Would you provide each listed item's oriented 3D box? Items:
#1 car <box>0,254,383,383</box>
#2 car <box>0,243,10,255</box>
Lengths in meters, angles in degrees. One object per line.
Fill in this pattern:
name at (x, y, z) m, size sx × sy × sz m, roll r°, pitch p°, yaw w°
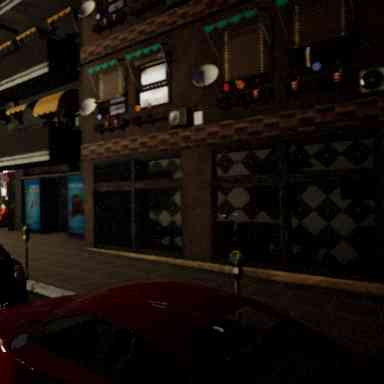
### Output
car at (-0.458, 1.538, 3.070) m, size 4.507 × 1.381 × 1.887 m, roll 0°, pitch -1°, yaw 36°
car at (-4.955, 1.416, 6.290) m, size 4.097 × 1.590 × 1.967 m, roll 0°, pitch -1°, yaw 36°
